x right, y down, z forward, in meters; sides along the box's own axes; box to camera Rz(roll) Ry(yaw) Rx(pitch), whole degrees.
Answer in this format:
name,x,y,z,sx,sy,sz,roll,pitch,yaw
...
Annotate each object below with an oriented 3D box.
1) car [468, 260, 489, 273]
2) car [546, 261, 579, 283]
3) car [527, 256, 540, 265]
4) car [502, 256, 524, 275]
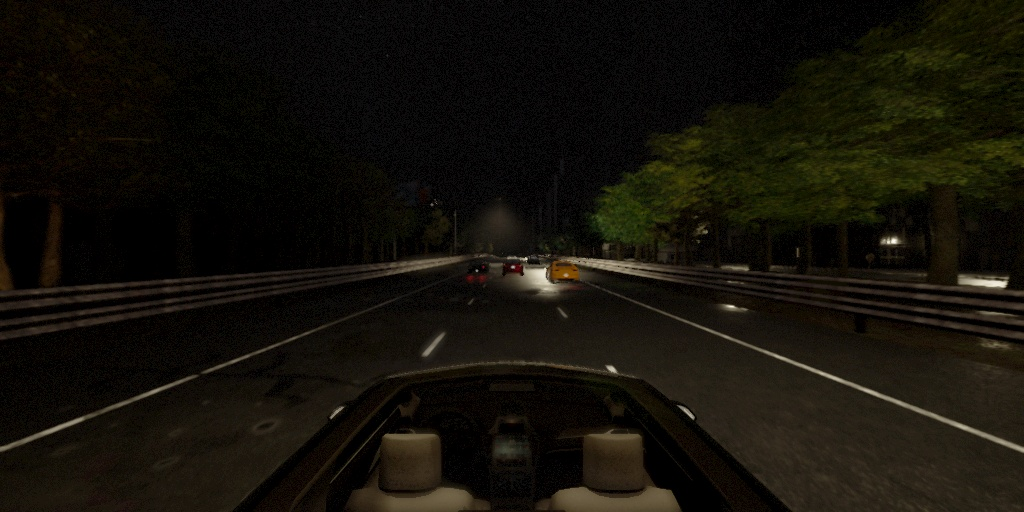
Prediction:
name,x,y,z,sx,sy,sz,roll,pitch,yaw
car,-3.401,1.096,37.183,1.895,1.301,4.718,0,1,0
car,3.598,1.101,26.274,1.882,1.535,5.008,0,1,0
car,3.596,0.740,60.791,1.994,1.385,4.181,0,1,0
car,0.098,1.024,35.176,2.163,1.488,4.792,0,1,0
